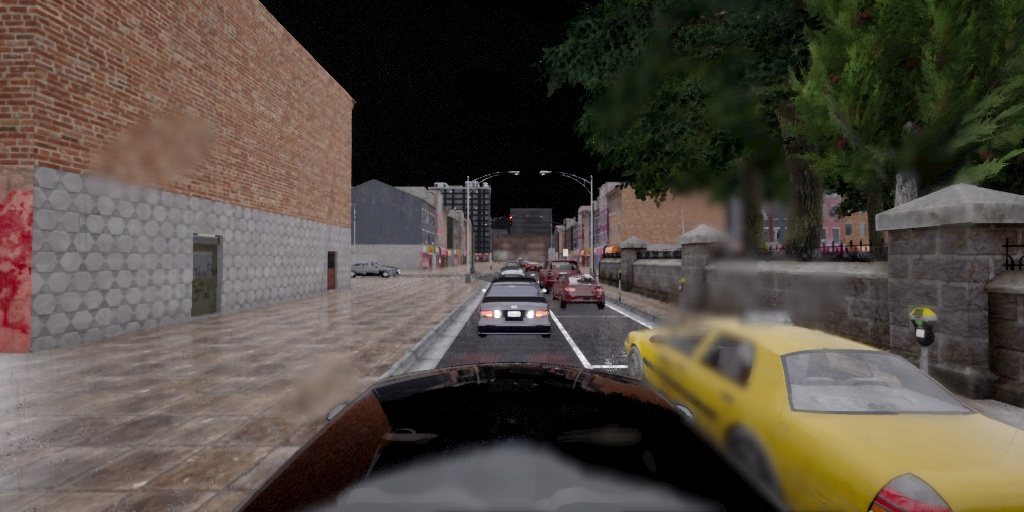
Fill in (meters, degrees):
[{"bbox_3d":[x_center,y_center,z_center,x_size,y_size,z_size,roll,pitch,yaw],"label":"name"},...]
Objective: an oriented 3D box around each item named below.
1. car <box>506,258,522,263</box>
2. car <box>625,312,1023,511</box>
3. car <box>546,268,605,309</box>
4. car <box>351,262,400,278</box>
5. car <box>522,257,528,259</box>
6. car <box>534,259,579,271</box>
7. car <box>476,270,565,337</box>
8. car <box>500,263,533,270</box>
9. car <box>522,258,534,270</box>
[{"bbox_3d":[0.063,1.325,55.297,2.128,1.511,4.902,0,0,0],"label":"car"},{"bbox_3d":[2.639,1.276,4.005,1.751,1.417,4.829,0,0,0],"label":"car"},{"bbox_3d":[2.633,1.338,14.734,1.802,1.307,4.207,0,0,0],"label":"car"},{"bbox_3d":[-12.411,1.234,31.744,4.902,1.511,2.128,0,-1,0],"label":"car"},{"bbox_3d":[2.604,1.403,62.923,1.888,1.381,4.507,0,0,0],"label":"car"},{"bbox_3d":[2.630,1.076,20.183,2.192,1.841,5.009,0,0,0],"label":"car"},{"bbox_3d":[0.063,1.300,10.252,2.033,1.411,5.357,0,0,0],"label":"car"},{"bbox_3d":[0.015,1.287,19.963,1.812,1.442,4.674,0,0,1],"label":"car"},{"bbox_3d":[2.614,1.356,46.612,1.888,1.381,4.507,0,0,0],"label":"car"}]
